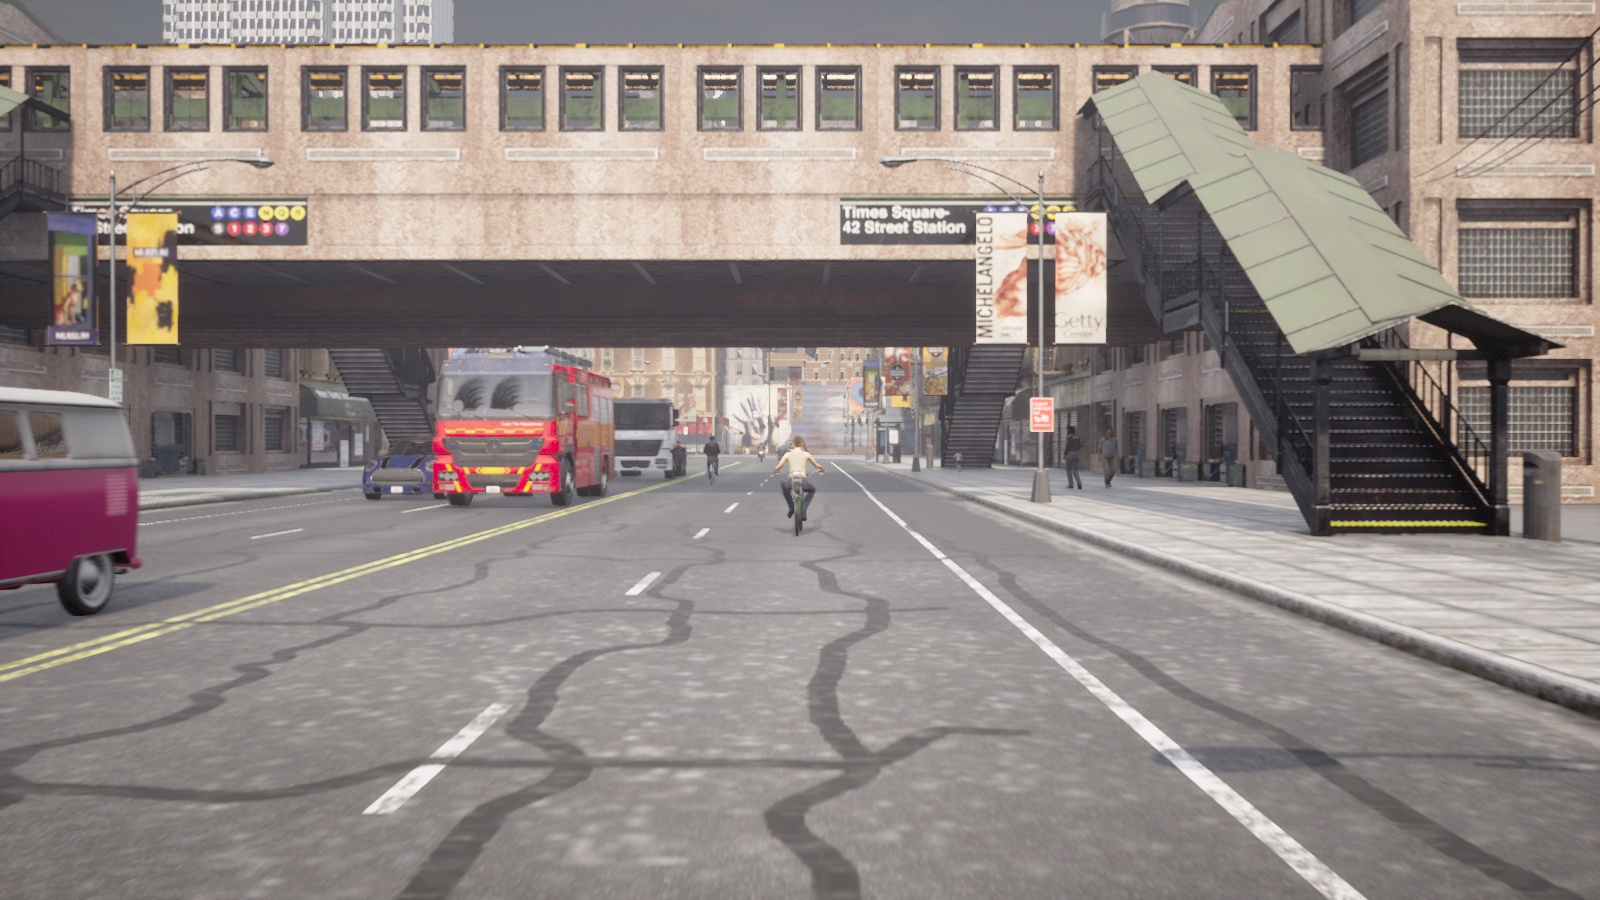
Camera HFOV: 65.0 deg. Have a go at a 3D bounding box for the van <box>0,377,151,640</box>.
[{"bbox_3d":[-6.933,0.440,9.453,1.775,1.987,4.442,0,0,0],"label":"van"}]

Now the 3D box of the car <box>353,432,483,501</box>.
[{"bbox_3d":[-10.275,0.404,34.140,2.097,1.767,4.553,0,0,1],"label":"car"}]

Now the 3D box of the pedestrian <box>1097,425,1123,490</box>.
[{"bbox_3d":[8.902,0.207,36.084,0.540,1.848,0.694,0,0,-5],"label":"pedestrian"}]

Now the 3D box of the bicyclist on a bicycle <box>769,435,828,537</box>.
[{"bbox_3d":[-0.010,0.567,20.570,0.866,1.612,1.509,0,0,3],"label":"bicyclist on a bicycle"}]

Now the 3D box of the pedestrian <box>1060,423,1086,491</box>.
[{"bbox_3d":[7.835,0.206,36.061,0.402,1.930,0.666,0,0,-25],"label":"pedestrian"}]

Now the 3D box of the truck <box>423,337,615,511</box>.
[{"bbox_3d":[-6.798,-0.603,31.844,2.891,3.827,8.468,0,0,1],"label":"truck"}]

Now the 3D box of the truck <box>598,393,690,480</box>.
[{"bbox_3d":[-6.559,-0.545,53.963,2.891,3.462,7.936,0,0,0],"label":"truck"}]
